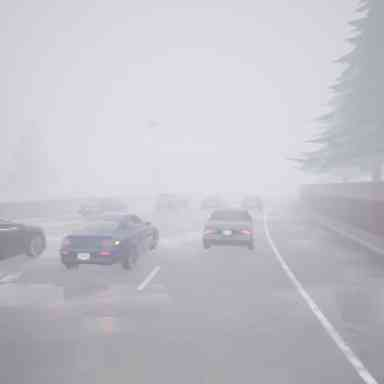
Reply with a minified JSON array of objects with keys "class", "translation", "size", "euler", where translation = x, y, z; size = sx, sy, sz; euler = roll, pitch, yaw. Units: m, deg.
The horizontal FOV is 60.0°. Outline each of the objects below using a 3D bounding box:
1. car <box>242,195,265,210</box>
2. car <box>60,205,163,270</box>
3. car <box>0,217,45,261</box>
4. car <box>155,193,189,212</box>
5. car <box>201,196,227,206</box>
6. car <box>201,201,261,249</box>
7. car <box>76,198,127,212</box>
[{"class":"car","translation":[5.927,0.993,32.216],"size":[1.994,1.385,4.181],"euler":[0,1,17]},{"class":"car","translation":[-2.361,1.362,10.393],"size":[1.812,1.442,4.674],"euler":[0,1,7]},{"class":"car","translation":[-6.016,1.367,9.245],"size":[2.128,1.511,4.902],"euler":[0,1,6]},{"class":"car","translation":[-1.767,0.845,30.829],"size":[2.097,1.767,4.553],"euler":[0,1,15]},{"class":"car","translation":[2.197,1.017,31.939],"size":[1.994,1.385,4.181],"euler":[0,1,16]},{"class":"car","translation":[1.531,1.315,13.301],"size":[2.033,1.411,5.357],"euler":[0,1,9]},{"class":"car","translation":[-6.755,1.152,25.680],"size":[2.033,1.411,5.357],"euler":[0,1,13]}]
